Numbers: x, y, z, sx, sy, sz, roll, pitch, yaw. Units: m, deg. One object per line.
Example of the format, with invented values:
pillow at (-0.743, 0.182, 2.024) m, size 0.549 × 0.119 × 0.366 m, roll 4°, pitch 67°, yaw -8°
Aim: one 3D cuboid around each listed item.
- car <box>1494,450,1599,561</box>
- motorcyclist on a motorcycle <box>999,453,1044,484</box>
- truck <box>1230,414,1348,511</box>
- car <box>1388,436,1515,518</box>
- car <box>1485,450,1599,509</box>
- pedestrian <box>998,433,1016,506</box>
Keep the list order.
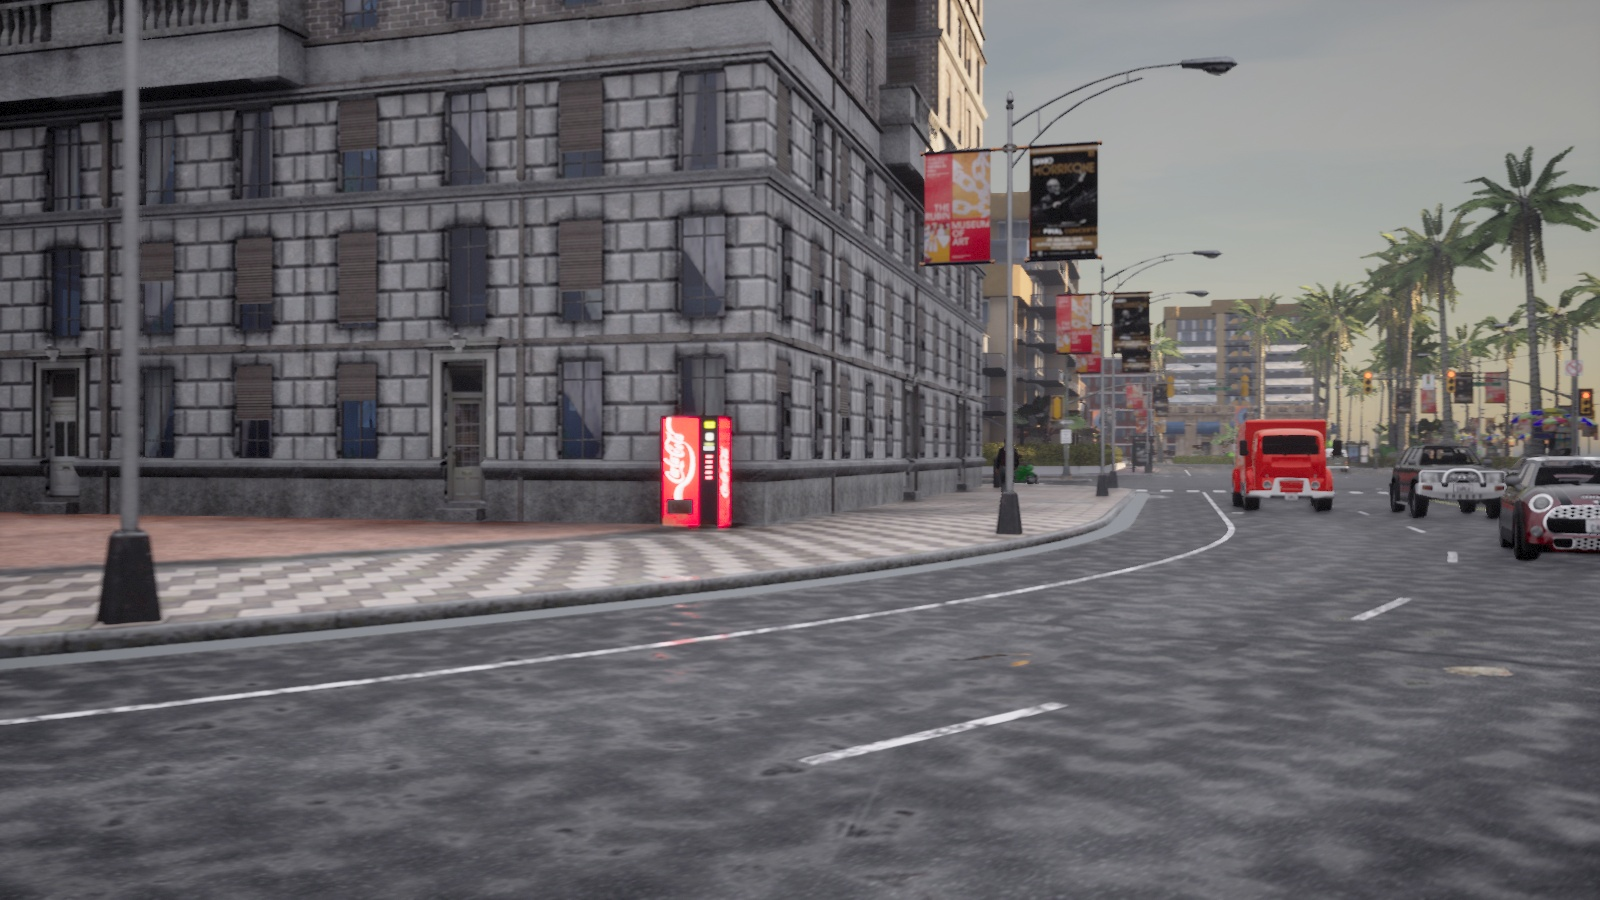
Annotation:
car at (11.486, 0.740, 18.455) m, size 1.970 × 1.475 × 3.806 m, roll 0°, pitch 0°, yaw 24°
motorcyclist on a motorcycle at (10.908, 0.902, 61.911) m, size 2.044 × 1.523 × 0.797 m, roll 0°, pitch 1°, yaw 27°
truck at (13.389, 0.337, 34.724) m, size 2.627 × 2.467 × 5.204 m, roll 0°, pitch 0°, yaw 17°
car at (15.897, 0.621, 30.890) m, size 1.932 × 1.855 × 4.605 m, roll 0°, pitch 0°, yaw 17°
car at (20.665, 0.760, 34.617) m, size 2.128 × 1.511 × 4.902 m, roll 0°, pitch 0°, yaw 17°
pedestrian at (5.313, 0.494, 32.188) m, size 0.376 × 1.854 × 0.720 m, roll 0°, pitch 0°, yaw 4°
